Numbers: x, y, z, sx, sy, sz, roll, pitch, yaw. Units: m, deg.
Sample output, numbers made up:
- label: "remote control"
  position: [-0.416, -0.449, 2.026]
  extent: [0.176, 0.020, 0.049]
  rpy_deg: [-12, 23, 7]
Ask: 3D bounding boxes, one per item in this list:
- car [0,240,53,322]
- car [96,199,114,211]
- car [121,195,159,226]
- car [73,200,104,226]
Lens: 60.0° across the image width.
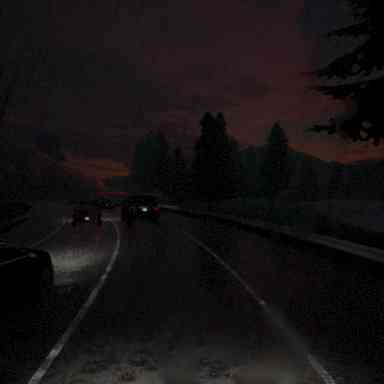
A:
- label: "car"
  position: [-3.863, 1.500, 5.459]
  extent: [2.128, 1.511, 4.902]
  rpy_deg: [0, 0, -4]
- label: "car"
  position: [-11.130, 1.552, 40.886]
  extent: [2.033, 1.411, 5.357]
  rpy_deg: [0, 0, -30]
- label: "car"
  position: [-3.778, 1.216, 23.763]
  extent: [2.150, 2.045, 5.566]
  rpy_deg: [0, 0, -16]
- label: "car"
  position: [-7.476, 1.532, 23.703]
  extent: [1.812, 1.442, 4.674]
  rpy_deg: [0, 0, -18]
